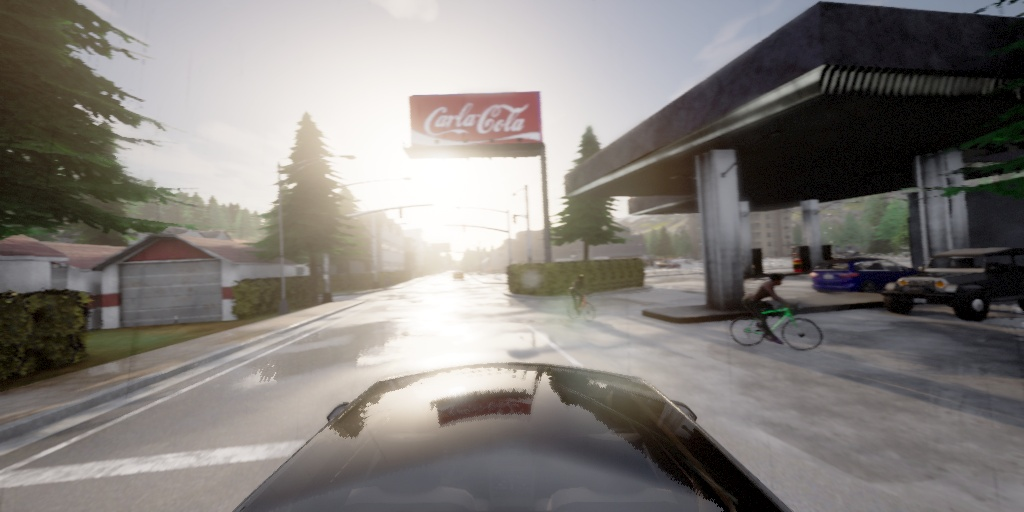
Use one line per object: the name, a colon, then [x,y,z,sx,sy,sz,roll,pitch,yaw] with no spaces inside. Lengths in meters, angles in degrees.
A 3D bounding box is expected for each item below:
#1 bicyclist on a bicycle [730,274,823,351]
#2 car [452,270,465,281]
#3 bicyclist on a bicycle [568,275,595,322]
bicyclist on a bicycle: [5.671,1.218,7.845,1.656,1.620,0.582,-5,-3,41]
car: [-8.688,3.139,58.163,1.882,1.535,5.008,-3,-2,-9]
bicyclist on a bicycle: [2.409,1.505,12.763,0.582,1.620,1.656,-2,-3,-24]
